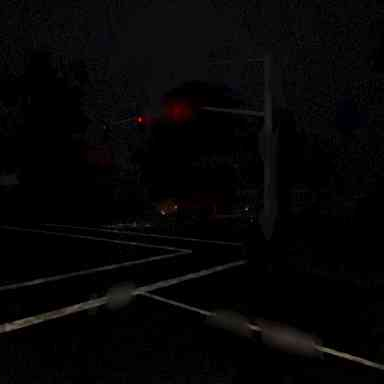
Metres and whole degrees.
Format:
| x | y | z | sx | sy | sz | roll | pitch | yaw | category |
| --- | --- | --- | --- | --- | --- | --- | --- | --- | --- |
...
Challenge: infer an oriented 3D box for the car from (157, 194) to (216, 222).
| x | y | z | sx | sy | sz | roll | pitch | yaw | category |
| --- | --- | --- | --- | --- | --- | --- | --- | --- | --- |
| -0.332 | 1.219 | 27.012 | 2.150 | 2.045 | 5.566 | 0 | 0 | 41 | car |

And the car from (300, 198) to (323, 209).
| x | y | z | sx | sy | sz | roll | pitch | yaw | category |
| --- | --- | --- | --- | --- | --- | --- | --- | --- | --- |
| 16.865 | 1.522 | 46.761 | 1.812 | 1.442 | 4.674 | 0 | 0 | 41 | car |

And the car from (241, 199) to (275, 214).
| x | y | z | sx | sy | sz | roll | pitch | yaw | category |
| --- | --- | --- | --- | --- | --- | --- | --- | --- | --- |
| 7.131 | 1.488 | 35.586 | 2.128 | 1.511 | 4.902 | 0 | 0 | 41 | car |
